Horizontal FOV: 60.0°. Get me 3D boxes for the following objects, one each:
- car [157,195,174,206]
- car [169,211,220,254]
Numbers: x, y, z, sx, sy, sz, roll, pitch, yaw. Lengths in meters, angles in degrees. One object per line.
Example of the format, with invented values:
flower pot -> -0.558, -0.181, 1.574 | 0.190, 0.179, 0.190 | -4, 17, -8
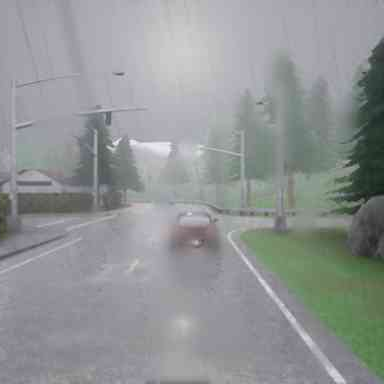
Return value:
car -> -4.073, 1.231, 50.239 | 2.097, 1.767, 4.553 | 0, 0, -13
car -> 0.084, 1.494, 13.229 | 1.812, 1.442, 4.674 | 0, 0, 0
